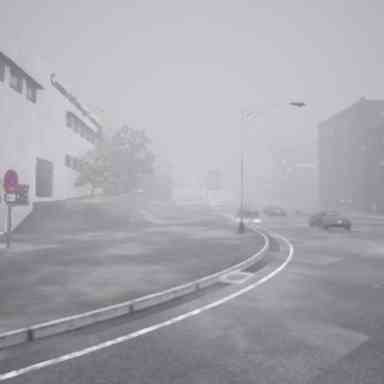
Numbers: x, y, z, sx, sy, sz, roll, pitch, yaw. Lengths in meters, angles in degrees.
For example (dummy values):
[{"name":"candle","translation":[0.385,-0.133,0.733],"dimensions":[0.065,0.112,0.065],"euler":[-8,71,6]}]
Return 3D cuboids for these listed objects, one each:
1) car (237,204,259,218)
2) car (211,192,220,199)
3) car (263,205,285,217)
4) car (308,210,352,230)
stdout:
[{"name":"car","translation":[6.462,2.136,38.614],"dimensions":[1.882,1.535,5.008],"euler":[1,0,-1]},{"name":"car","translation":[5.557,0.860,79.058],"dimensions":[1.837,1.490,4.892],"euler":[1,3,-1]},{"name":"car","translation":[10.088,2.278,41.141],"dimensions":[1.994,1.385,4.181],"euler":[1,0,-1]},{"name":"car","translation":[10.380,2.077,25.345],"dimensions":[1.994,1.385,4.181],"euler":[1,-1,0]}]
